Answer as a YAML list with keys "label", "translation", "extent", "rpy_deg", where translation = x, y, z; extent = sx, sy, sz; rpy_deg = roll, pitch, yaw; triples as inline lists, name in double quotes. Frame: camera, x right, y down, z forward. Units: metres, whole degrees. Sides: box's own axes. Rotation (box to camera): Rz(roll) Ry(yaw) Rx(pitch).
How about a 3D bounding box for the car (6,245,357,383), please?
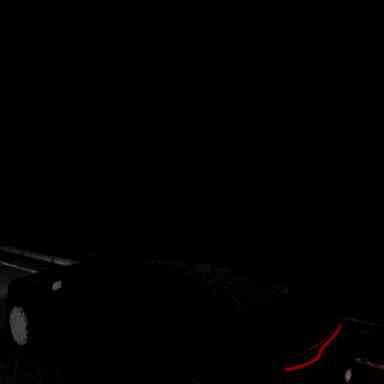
- label: "car"
  translation: [-0.586, 1.478, 4.475]
  extent: [5.008, 1.535, 1.882]
  rpy_deg: [0, 0, 36]
